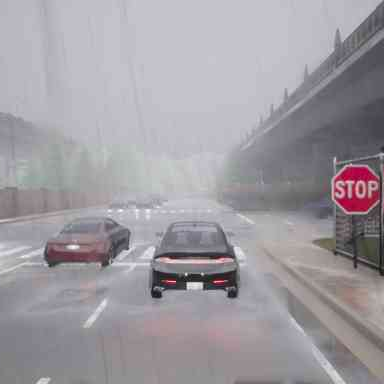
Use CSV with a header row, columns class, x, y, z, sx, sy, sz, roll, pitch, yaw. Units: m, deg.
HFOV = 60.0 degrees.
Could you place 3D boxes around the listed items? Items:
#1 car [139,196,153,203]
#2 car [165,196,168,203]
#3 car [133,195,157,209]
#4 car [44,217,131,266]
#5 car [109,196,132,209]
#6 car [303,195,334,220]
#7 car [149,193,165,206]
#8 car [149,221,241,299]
class,x,y,z,sx,sy,sz,roll,pitch,yaw
car,-9.536,1.547,68.883,2.033,1.411,5.357,0,0,1
car,-6.025,1.552,69.590,1.994,1.385,4.181,0,0,1
car,-6.466,1.505,46.015,1.837,1.490,4.892,0,0,1
car,-3.422,1.564,11.623,1.994,1.385,4.181,0,0,0
car,-9.971,1.505,45.697,1.837,1.490,4.892,0,0,1
car,12.105,1.219,27.456,5.566,2.045,2.150,0,0,0
car,-6.308,1.221,56.233,2.150,2.045,5.566,0,0,1
car,0.060,1.492,8.464,2.128,1.511,4.902,0,0,0
